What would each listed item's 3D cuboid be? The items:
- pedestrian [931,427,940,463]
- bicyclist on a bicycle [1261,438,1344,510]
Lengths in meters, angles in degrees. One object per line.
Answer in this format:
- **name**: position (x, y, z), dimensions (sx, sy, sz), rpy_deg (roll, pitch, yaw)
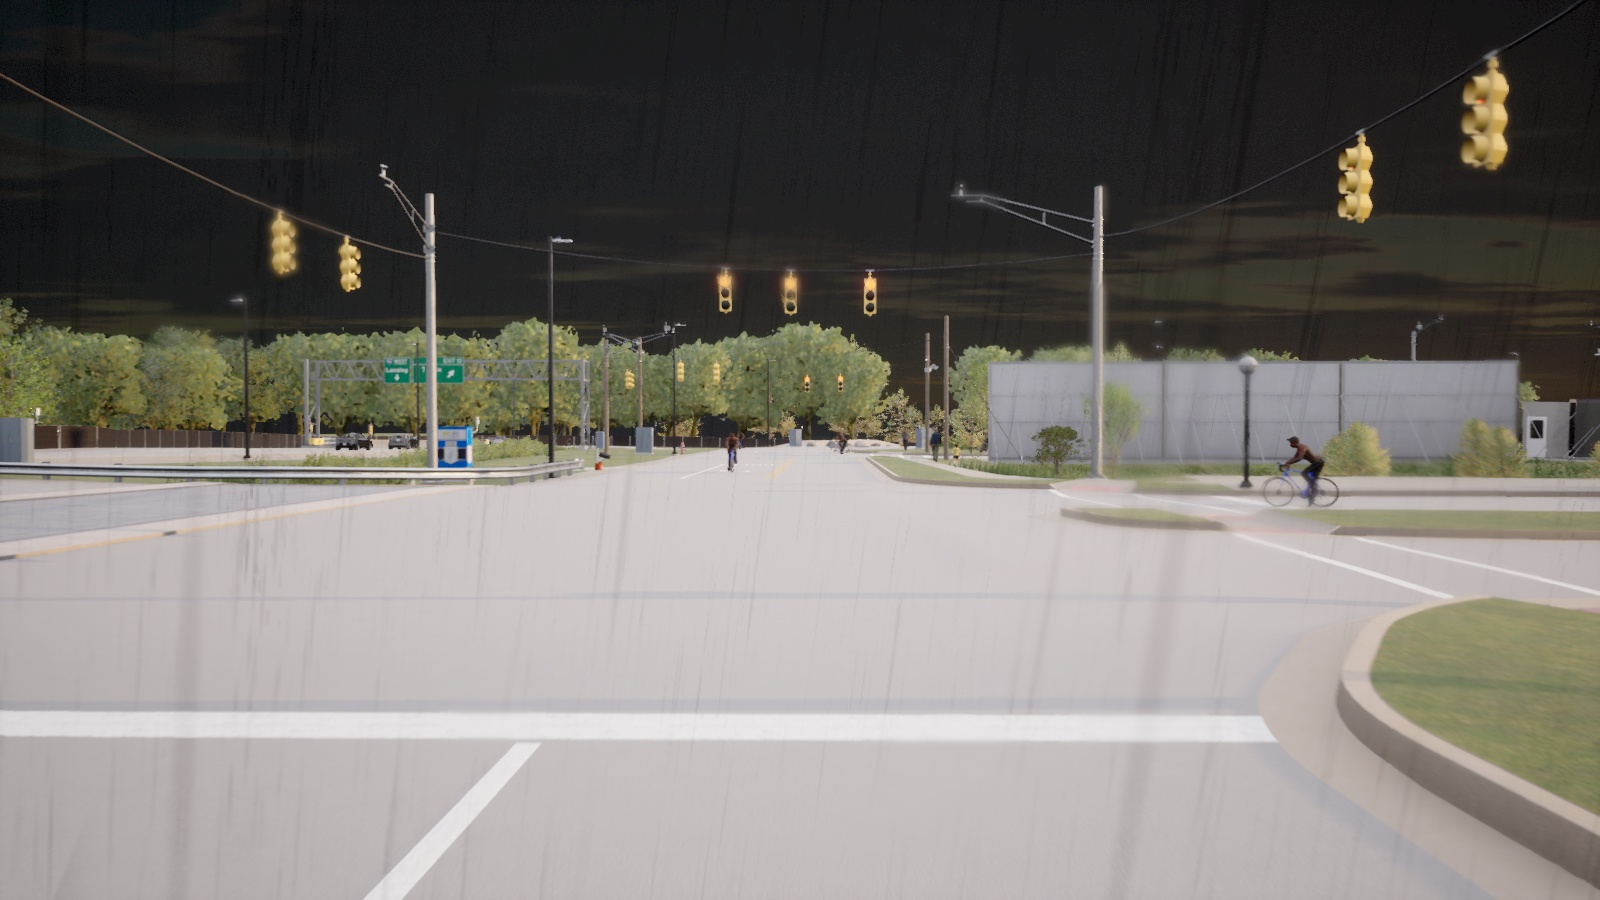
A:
- **pedestrian**: position (7.145, -0.277, 66.058), dimensions (0.402, 1.842, 0.726), rpy_deg (0, 2, 1)
- **bicyclist on a bicycle**: position (11.413, 0.533, 28.539), dimensions (1.656, 1.620, 0.582), rpy_deg (1, 1, 11)
